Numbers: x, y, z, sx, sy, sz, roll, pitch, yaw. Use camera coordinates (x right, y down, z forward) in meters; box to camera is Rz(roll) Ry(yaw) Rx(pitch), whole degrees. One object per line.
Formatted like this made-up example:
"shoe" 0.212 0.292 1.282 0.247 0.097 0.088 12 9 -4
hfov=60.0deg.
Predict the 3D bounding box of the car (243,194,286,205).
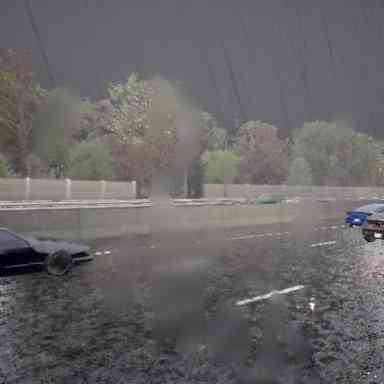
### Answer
"car" 9.325 1.217 40.758 5.566 2.045 2.150 0 0 -35

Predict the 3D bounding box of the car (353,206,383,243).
"car" 9.460 1.497 14.813 4.892 1.490 1.837 0 0 -36

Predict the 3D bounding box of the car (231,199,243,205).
"car" 6.948 1.560 43.360 4.181 1.385 1.994 0 0 -35

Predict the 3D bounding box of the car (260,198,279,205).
"car" 10.246 1.595 37.124 4.718 1.301 1.895 0 0 -35

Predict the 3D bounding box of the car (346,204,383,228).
"car" 11.519 1.469 20.586 5.008 1.535 1.882 0 0 -36

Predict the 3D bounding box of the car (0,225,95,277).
"car" -5.369 1.550 8.516 5.357 1.411 2.033 0 0 -36

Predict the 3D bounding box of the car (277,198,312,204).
"car" 10.931 1.557 33.309 4.181 1.385 1.994 0 0 -35
